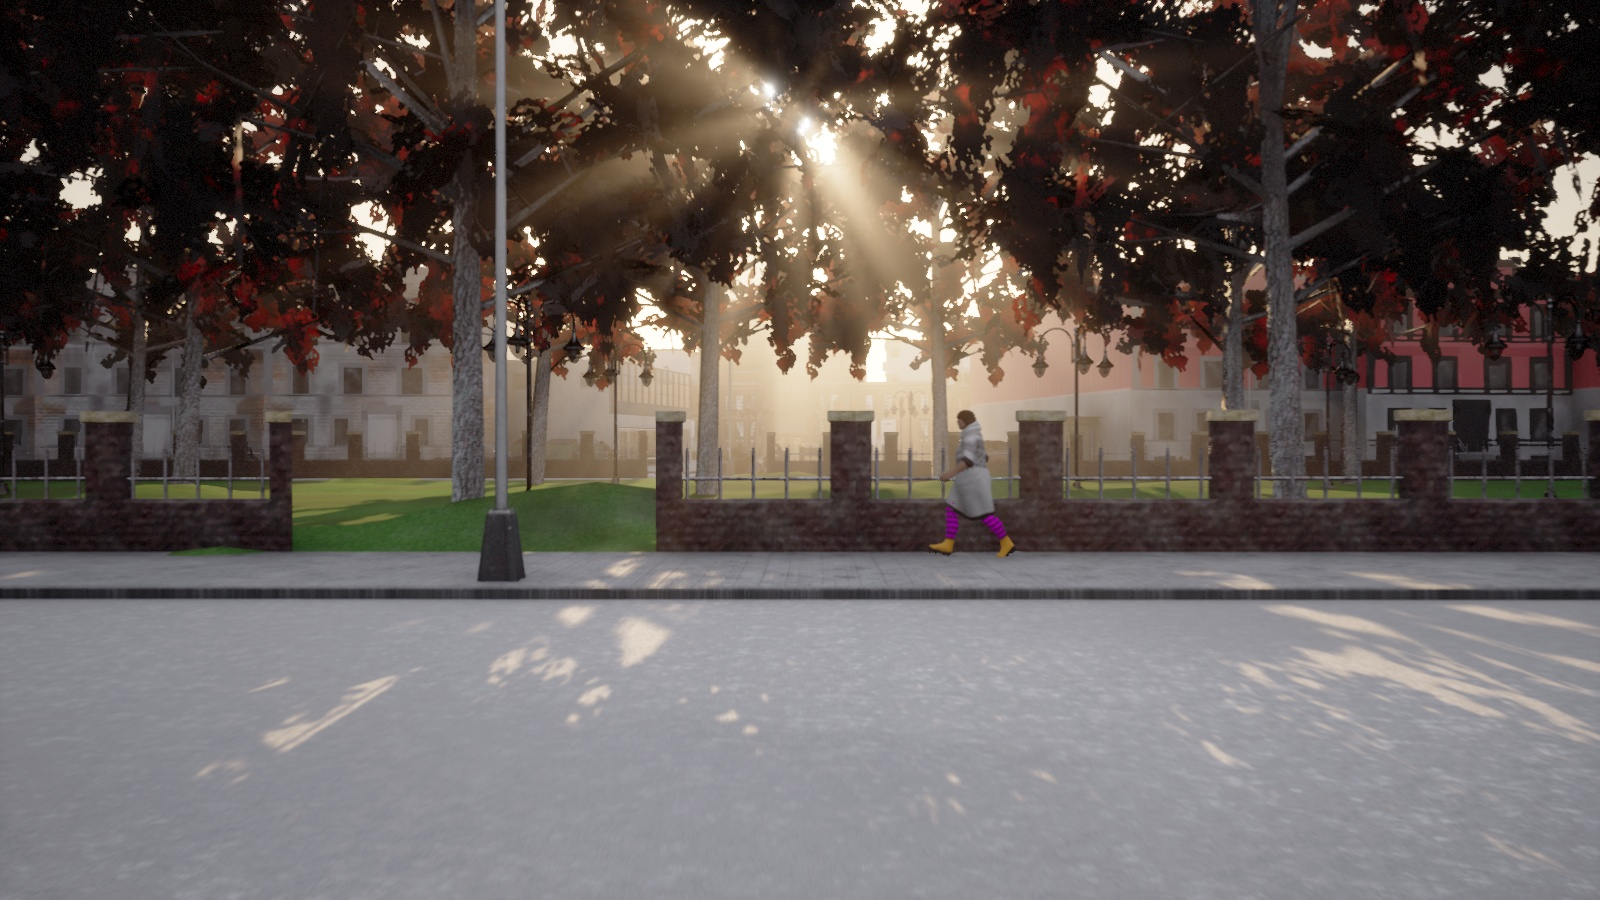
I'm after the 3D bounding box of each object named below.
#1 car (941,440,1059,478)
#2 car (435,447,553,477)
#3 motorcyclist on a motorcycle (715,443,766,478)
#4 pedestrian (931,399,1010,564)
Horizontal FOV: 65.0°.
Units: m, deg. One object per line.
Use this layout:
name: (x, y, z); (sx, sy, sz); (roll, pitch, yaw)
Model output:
car: (8.705, 0.371, 55.035); (4.856, 1.649, 2.033); (0, 0, 1)
car: (-13.459, 0.528, 55.356); (4.718, 1.301, 1.895); (0, 0, 1)
motorcyclist on a motorcycle: (-2.612, 0.469, 55.200); (2.191, 1.530, 0.866); (0, 0, 1)
pedestrian: (2.049, 0.372, 15.192); (0.873, 1.952, 0.659); (0, 0, 1)
